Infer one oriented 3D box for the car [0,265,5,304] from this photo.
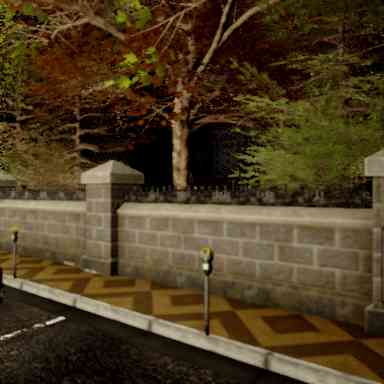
[{"bbox_3d":[-5.387,1.583,6.569,4.313,1.339,1.947,0,0,36],"label":"car"}]
